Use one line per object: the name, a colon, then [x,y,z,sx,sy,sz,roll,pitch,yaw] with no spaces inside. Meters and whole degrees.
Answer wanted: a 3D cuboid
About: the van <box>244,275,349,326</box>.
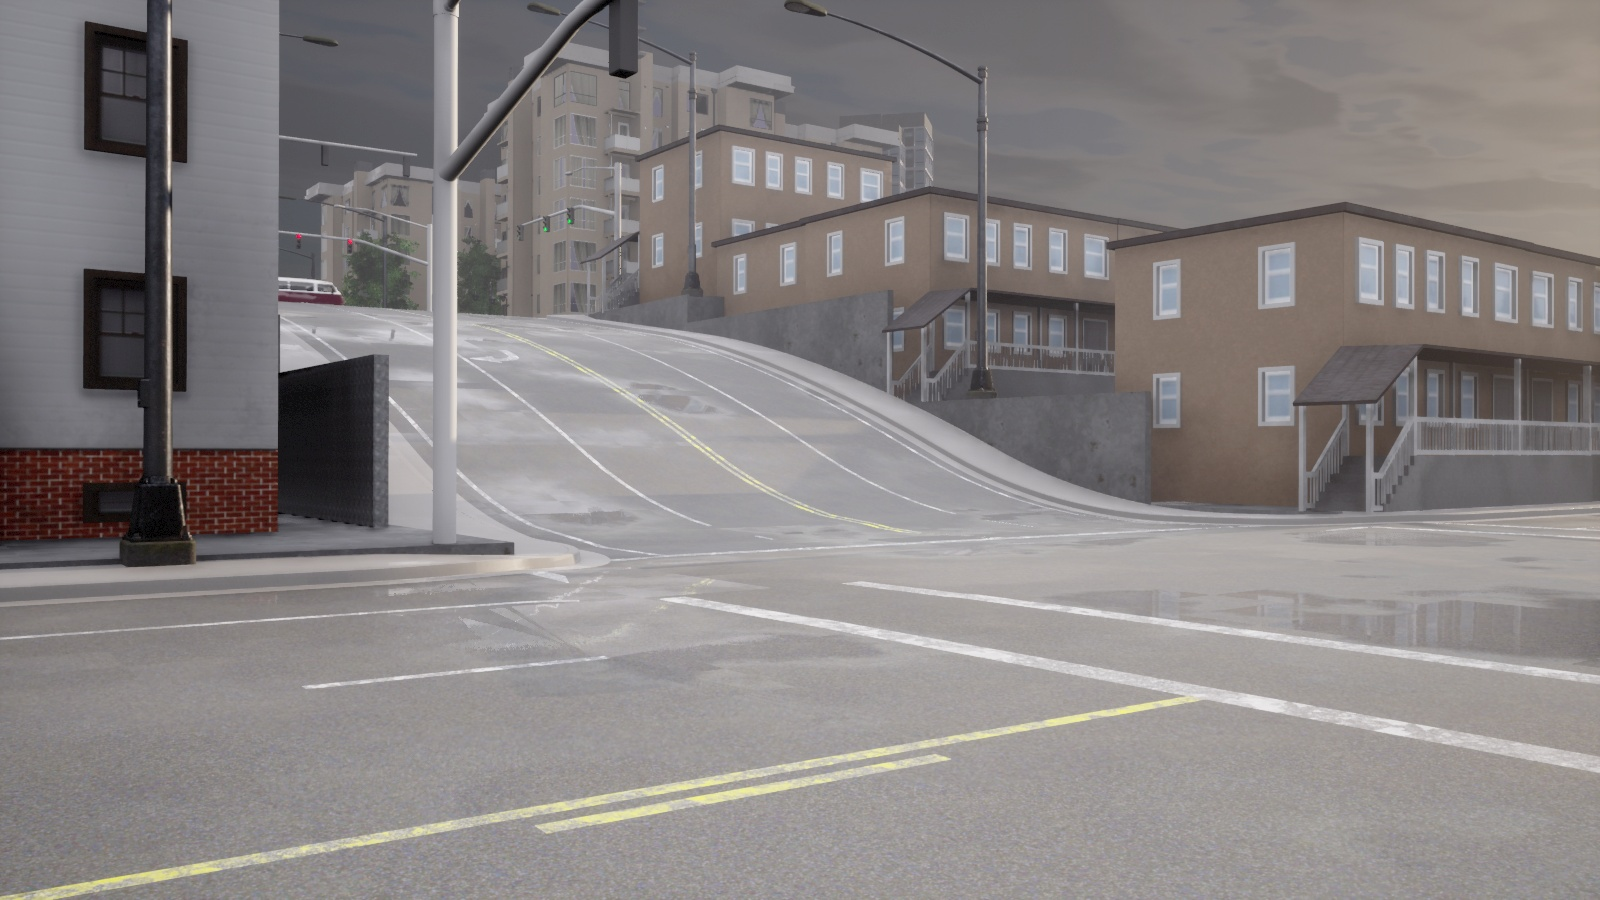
van: [-24.982,-7.369,62.328,4.480,2.038,2.069,-1,0,-35]
